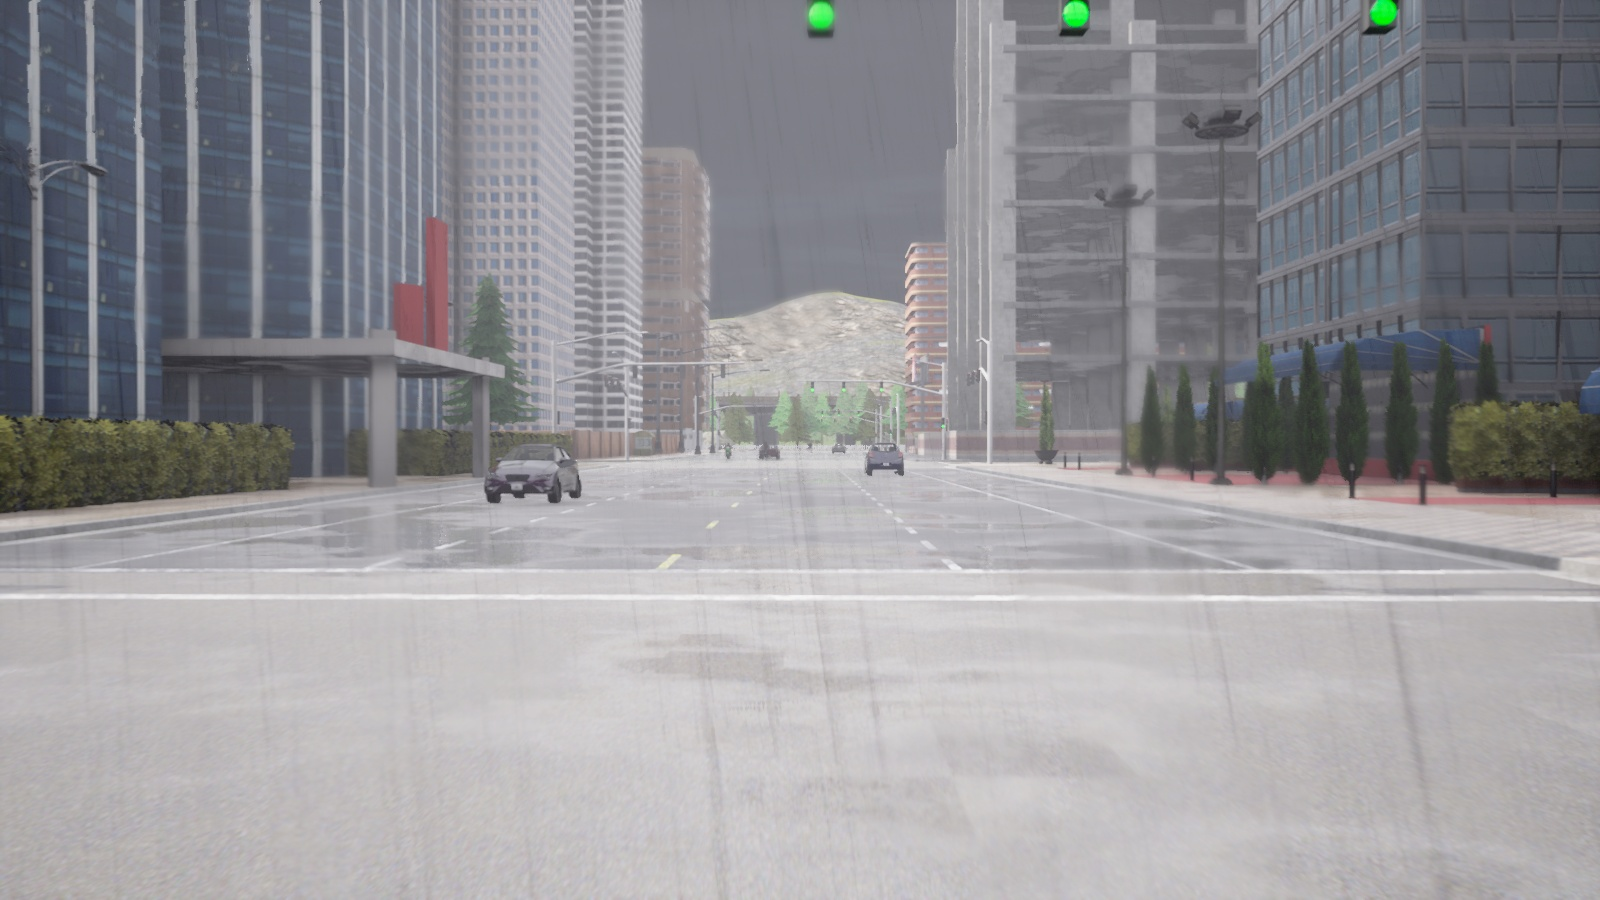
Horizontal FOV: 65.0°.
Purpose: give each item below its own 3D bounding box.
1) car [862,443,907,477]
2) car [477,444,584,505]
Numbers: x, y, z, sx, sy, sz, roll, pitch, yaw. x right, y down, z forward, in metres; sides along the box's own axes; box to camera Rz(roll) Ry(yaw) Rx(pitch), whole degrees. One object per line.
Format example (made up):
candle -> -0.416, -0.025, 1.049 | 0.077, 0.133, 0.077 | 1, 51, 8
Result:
car -> 3.849, 0.437, 57.893 | 1.845, 1.501, 3.633 | 0, 0, 0
car -> -6.800, 0.574, 32.122 | 1.816, 1.474, 4.193 | 0, 0, 0
